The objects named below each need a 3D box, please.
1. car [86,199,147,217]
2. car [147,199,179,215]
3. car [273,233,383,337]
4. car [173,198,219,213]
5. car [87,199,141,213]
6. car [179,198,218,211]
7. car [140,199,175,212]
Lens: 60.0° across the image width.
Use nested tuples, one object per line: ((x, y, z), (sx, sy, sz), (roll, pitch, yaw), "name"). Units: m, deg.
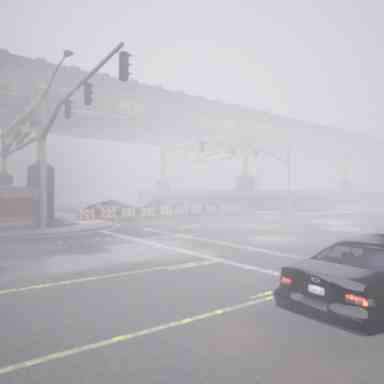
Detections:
((-7.201, 1.473, 31.212), (4.974, 1.542, 2.038), (0, 0, 8), "car")
((-3.458, 1.480, 33.899), (2.038, 1.542, 4.974), (0, 0, 18), "car")
((3.961, 1.559, 6.585), (5.357, 1.411, 2.033), (0, 0, -35), "car")
((0.450, 1.489, 37.662), (4.974, 1.542, 2.038), (0, 0, -7), "car")
((-7.252, 1.315, 31.219), (4.536, 1.218, 1.853), (0, 0, 8), "car")
((0.399, 1.331, 37.655), (4.536, 1.218, 1.853), (0, 0, -7), "car")
((-3.442, 1.323, 33.949), (1.853, 1.218, 4.536), (0, 0, 18), "car")
